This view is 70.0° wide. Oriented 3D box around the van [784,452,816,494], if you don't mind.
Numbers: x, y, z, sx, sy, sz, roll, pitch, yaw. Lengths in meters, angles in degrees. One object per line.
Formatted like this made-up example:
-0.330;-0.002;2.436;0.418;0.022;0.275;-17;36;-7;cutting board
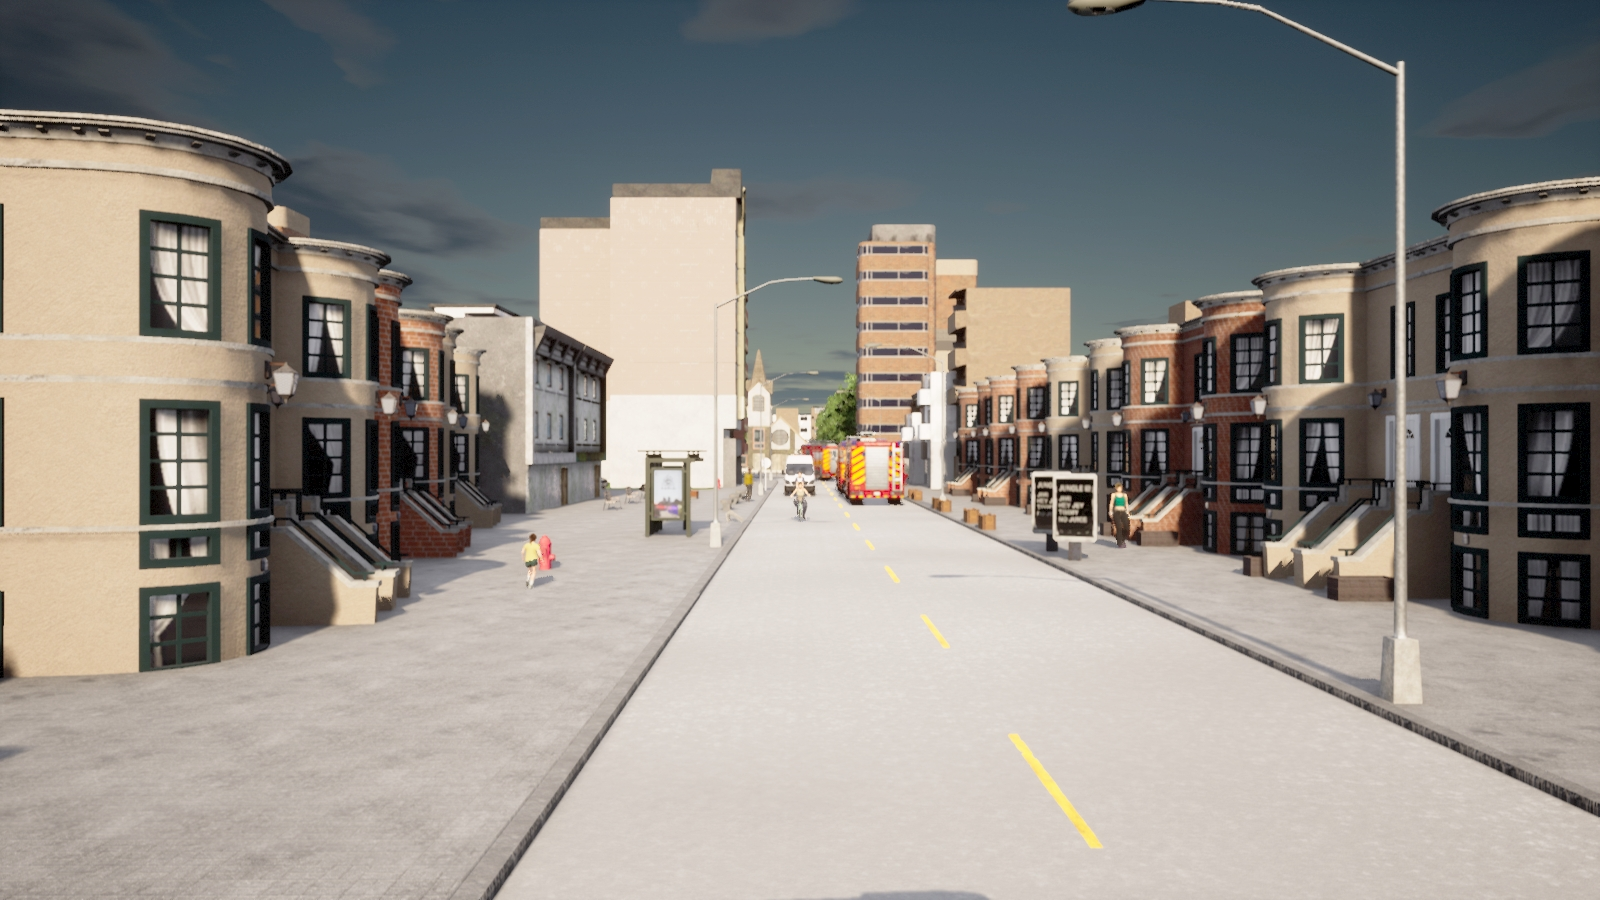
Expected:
-0.013;1.407;73.158;1.988;2.561;5.915;0;0;0;van

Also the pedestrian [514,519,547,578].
-5.313;1.935;22.534;0.500;1.100;0.500;0;0;8;pedestrian

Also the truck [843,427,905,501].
4.001;0.751;63.472;2.891;3.827;8.468;0;0;0;truck

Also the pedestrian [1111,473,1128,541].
8.831;1.564;31.568;0.375;1.860;0.375;0;0;2;pedestrian

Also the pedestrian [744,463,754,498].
-2.696;1.599;60.454;0.375;1.860;0.375;0;0;-29;pedestrian

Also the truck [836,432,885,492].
3.979;0.767;77.095;2.891;3.827;8.468;0;0;0;truck
